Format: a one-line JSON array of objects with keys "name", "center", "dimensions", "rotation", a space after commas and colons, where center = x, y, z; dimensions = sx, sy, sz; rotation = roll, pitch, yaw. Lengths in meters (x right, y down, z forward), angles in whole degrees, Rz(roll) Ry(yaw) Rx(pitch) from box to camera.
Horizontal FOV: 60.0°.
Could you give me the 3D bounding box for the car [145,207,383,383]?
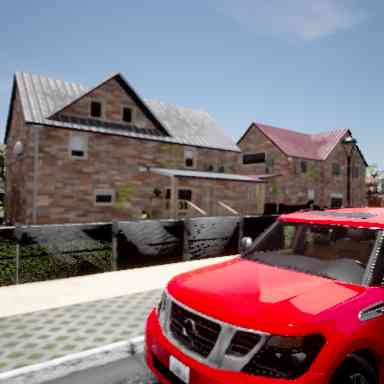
[{"name": "car", "center": [2.136, 1.268, 4.597], "dimensions": [5.566, 2.045, 2.150], "rotation": [1, 0, -36]}]
